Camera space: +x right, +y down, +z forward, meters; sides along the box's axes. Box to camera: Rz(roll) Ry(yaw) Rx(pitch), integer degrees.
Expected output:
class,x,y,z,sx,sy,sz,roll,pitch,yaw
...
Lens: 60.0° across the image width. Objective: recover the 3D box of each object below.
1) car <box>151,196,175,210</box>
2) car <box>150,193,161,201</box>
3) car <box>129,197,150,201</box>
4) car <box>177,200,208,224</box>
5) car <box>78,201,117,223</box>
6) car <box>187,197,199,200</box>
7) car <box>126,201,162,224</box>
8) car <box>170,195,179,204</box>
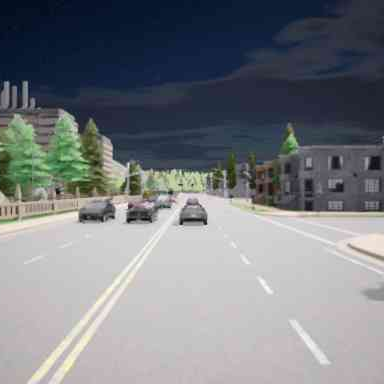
class,x,y,z,sx,sy,sz,roll,pitch,yaw
car,-3.585,1.528,42.056,1.994,1.385,4.181,0,0,0
car,-6.996,1.366,60.534,1.837,1.490,4.892,0,0,0
car,-7.081,1.441,43.310,1.882,1.535,5.008,0,0,0
car,0.102,1.543,24.386,1.994,1.385,4.181,0,0,0
car,-7.097,1.456,25.352,1.882,1.535,5.008,0,0,0
car,0.104,1.519,52.152,1.994,1.385,4.181,0,0,0
car,-3.598,1.580,24.622,1.895,1.301,4.718,0,0,0
car,-3.496,1.366,60.564,2.097,1.767,4.553,0,0,0
